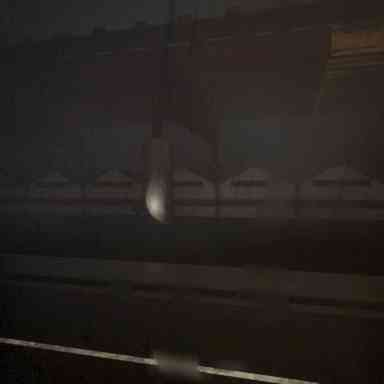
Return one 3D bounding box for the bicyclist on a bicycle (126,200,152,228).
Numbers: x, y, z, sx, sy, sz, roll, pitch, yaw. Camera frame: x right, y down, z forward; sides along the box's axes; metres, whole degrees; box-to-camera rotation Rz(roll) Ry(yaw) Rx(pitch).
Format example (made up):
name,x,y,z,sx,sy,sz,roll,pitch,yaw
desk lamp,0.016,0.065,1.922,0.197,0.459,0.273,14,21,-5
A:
name,x,y,z,sx,sy,sz,roll,pitch,yaw
bicyclist on a bicycle,-3.122,1.303,19.664,1.656,1.620,0.582,3,-1,-30
